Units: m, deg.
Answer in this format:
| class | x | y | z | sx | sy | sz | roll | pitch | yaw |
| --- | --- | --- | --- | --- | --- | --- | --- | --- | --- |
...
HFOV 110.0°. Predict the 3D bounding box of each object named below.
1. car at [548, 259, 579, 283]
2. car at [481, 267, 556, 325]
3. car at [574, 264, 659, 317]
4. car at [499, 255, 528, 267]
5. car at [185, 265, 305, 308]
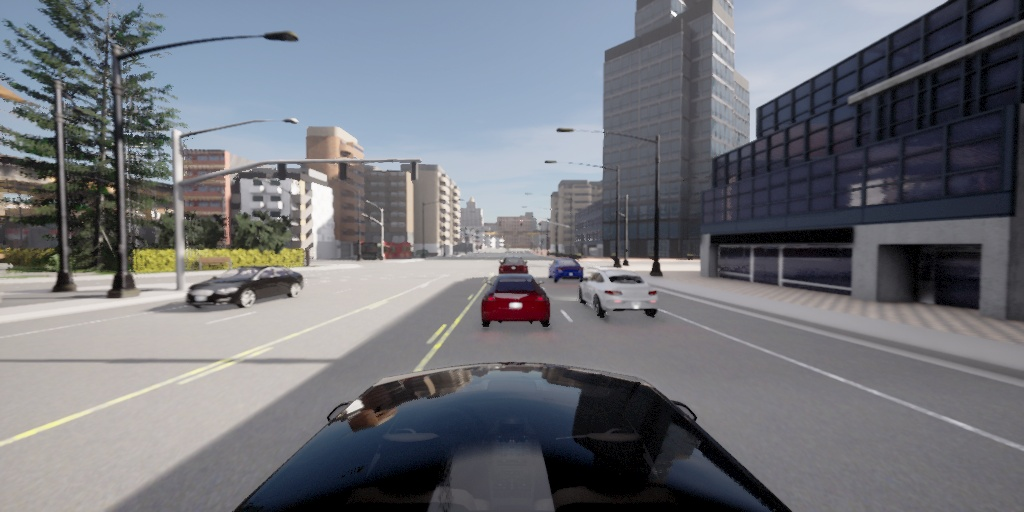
| class | x | y | z | sx | sy | sz | roll | pitch | yaw |
| --- | --- | --- | --- | --- | --- | --- | --- | --- | --- |
| car | 3.594 | 0.912 | 24.541 | 1.882 | 1.535 | 5.008 | 0 | 1 | -1 |
| car | 0.099 | 1.249 | 11.518 | 1.994 | 1.385 | 4.181 | 0 | 1 | 0 |
| car | 3.600 | 1.194 | 12.706 | 1.812 | 1.442 | 4.674 | 0 | 1 | 0 |
| car | 0.098 | 0.750 | 26.058 | 2.097 | 1.767 | 4.553 | 0 | 2 | 0 |
| car | -10.502 | 1.146 | 14.545 | 2.128 | 1.511 | 4.902 | 0 | 1 | 0 |
